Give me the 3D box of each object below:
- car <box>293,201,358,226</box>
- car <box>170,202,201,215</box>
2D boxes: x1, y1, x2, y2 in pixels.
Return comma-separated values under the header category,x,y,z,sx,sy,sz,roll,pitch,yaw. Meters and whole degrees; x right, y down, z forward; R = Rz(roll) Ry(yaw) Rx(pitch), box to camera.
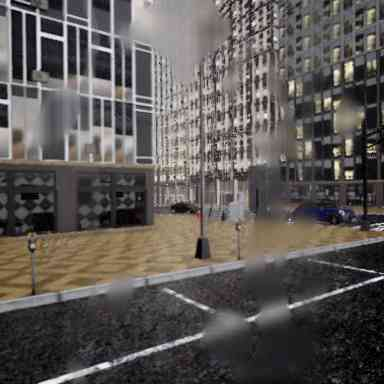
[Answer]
category,x,y,z,sx,sy,sz,roll,pitch,yaw
car,10.021,1.487,25.269,2.097,1.767,4.553,-1,-1,-37
car,-0.689,1.929,39.676,1.882,1.535,5.008,-1,0,-37
